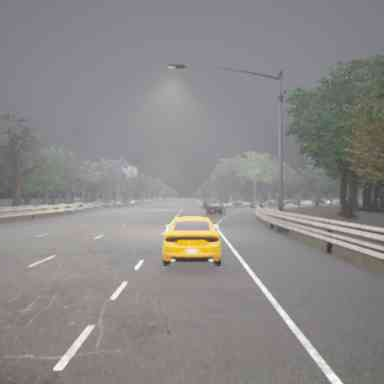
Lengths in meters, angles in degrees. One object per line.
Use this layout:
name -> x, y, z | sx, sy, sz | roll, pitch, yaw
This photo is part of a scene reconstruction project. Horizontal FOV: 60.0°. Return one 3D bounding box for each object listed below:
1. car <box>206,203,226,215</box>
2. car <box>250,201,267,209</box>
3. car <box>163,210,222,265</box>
car -> 3.032, 2.078, 40.989 | 1.882, 1.535, 5.008 | 0, -1, 14
car -> 12.779, 2.466, 63.782 | 2.033, 1.411, 5.357 | -1, -1, 32
car -> -0.001, 1.662, 12.467 | 1.882, 1.535, 5.008 | 0, -1, 0
